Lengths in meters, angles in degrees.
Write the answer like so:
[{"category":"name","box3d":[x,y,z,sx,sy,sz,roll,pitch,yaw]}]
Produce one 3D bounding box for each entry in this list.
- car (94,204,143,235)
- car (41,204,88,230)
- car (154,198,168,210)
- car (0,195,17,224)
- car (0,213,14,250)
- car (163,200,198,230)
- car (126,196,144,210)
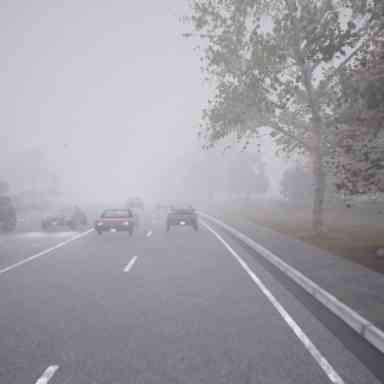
[{"category":"car","box3d":[-4.017,1.577,18.511,1.895,1.301,4.718,0,0,-4]},{"category":"car","box3d":[-7.903,1.497,21.043,1.812,1.442,4.674,0,0,-4]},{"category":"car","box3d":[-3.672,1.490,41.861,1.994,1.385,4.181,0,0,-11]},{"category":"car","box3d":[-11.126,1.203,17.087,2.150,2.045,5.566,0,0,-4]},{"category":"car","box3d":[-7.155,1.524,9.263,1.812,1.442,4.674,0,0,-1]},{"category":"car","box3d":[-0.703,1.475,20.943,1.837,1.490,4.892,0,0,-4]},{"category":"car","box3d":[-7.008,1.279,40.698,2.097,1.767,4.553,0,0,-11]}]
